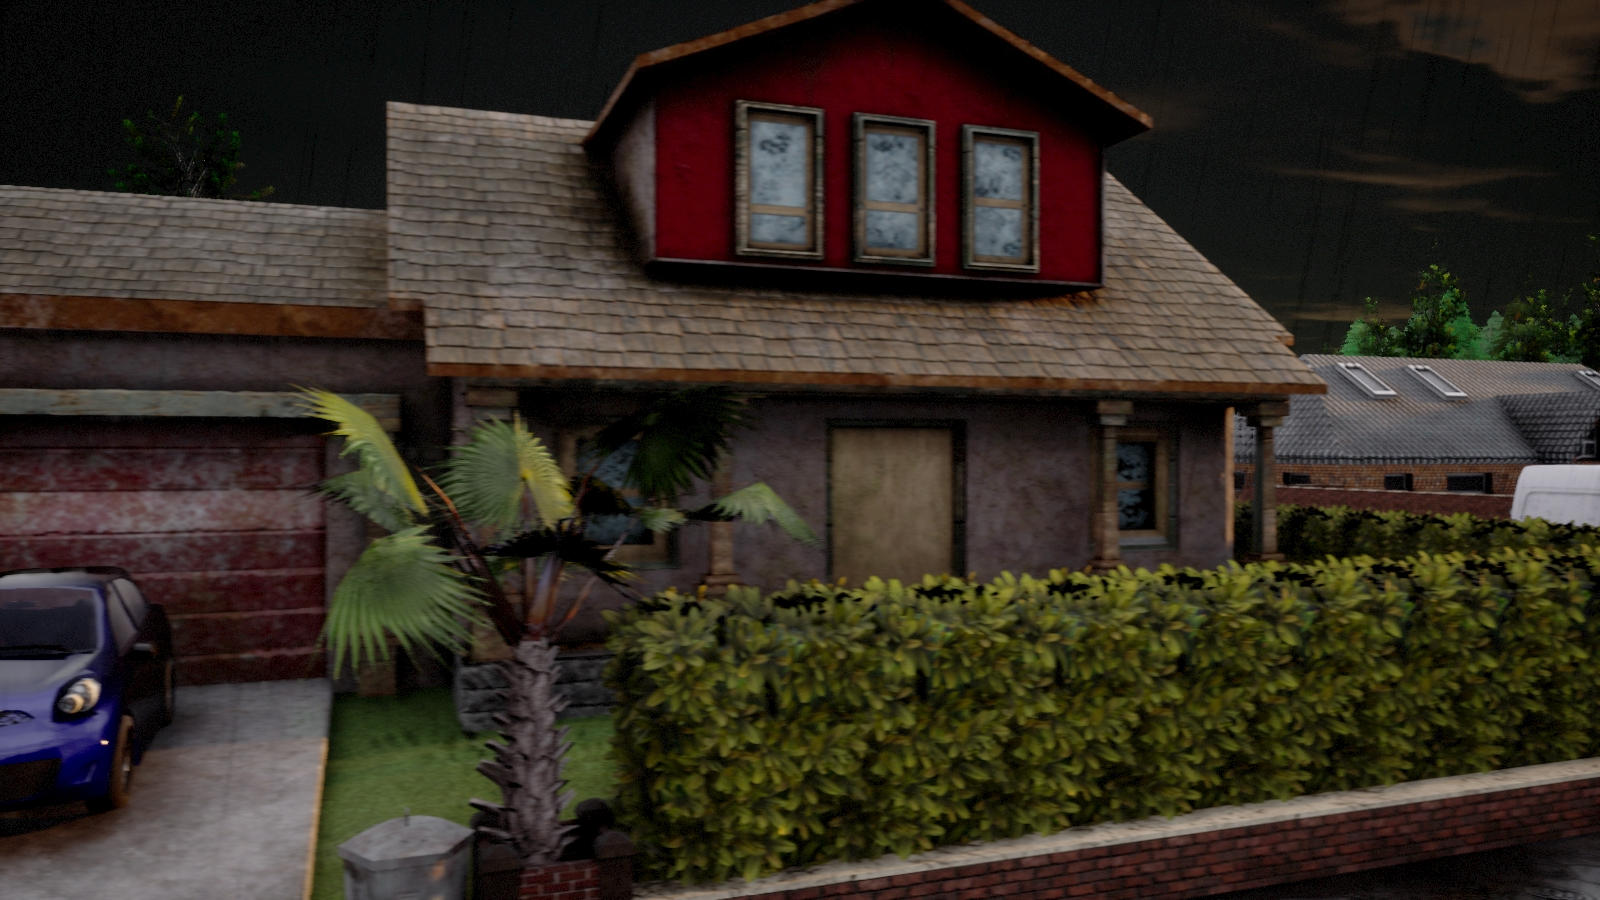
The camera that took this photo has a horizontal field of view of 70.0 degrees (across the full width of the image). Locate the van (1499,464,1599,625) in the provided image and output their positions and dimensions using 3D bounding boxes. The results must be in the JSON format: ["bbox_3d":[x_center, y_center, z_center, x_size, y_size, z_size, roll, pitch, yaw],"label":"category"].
[{"bbox_3d":[14.179,1.532,17.543,1.988,2.561,5.915,0,0,-20],"label":"van"}]
